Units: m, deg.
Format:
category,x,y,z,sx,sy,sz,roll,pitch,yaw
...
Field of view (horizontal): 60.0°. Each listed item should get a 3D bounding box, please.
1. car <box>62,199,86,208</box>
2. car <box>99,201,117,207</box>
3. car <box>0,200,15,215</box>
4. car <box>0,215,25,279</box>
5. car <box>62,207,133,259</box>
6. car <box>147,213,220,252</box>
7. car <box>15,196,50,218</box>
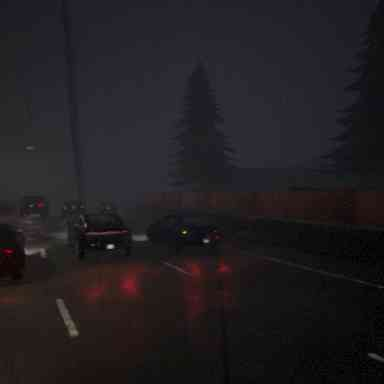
category,x,y,z,sx,sy,sz,roll,pitch,yaw
car,-11.816,1.519,33.406,2.097,1.767,4.553,0,0,-18
car,-9.704,1.767,38.484,1.994,1.385,4.181,0,0,-16
car,-19.618,1.635,34.981,1.882,1.535,5.008,0,0,-16
car,-5.970,1.608,9.673,1.994,1.385,4.181,0,0,-26
car,-3.702,1.562,12.988,2.128,1.511,4.902,0,0,-26
car,-0.485,1.610,14.366,1.812,1.442,4.674,0,0,-26
car,-15.200,1.376,32.353,2.150,2.045,5.566,0,0,-17
